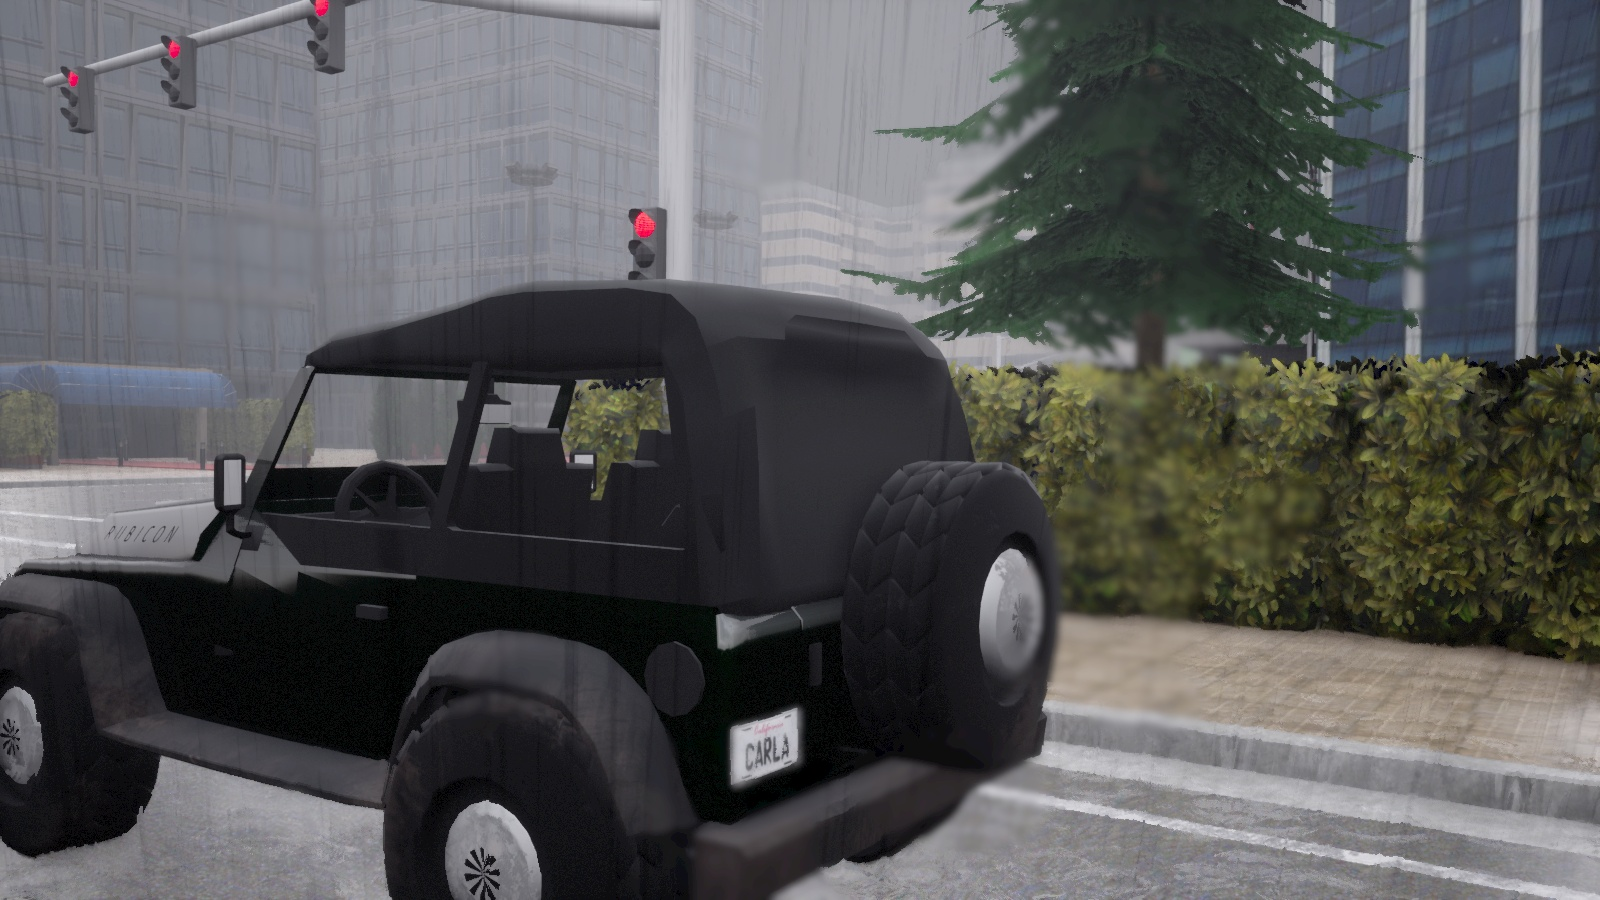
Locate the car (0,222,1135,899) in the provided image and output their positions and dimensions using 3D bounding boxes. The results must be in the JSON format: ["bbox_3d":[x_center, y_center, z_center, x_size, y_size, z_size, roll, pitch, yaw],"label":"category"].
[{"bbox_3d":[-1.061,0.478,4.325,3.866,1.878,1.905,0,1,34],"label":"car"}]
